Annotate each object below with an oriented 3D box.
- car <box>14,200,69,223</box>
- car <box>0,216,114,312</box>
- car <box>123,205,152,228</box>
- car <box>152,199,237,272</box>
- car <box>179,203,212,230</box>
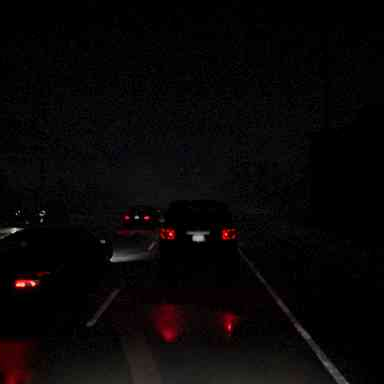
[{"bbox_3d":[-10.365,1.365,23.212,2.097,1.767,4.553,0,0,0],"label":"car"},{"bbox_3d":[-3.360,1.552,7.973,2.033,1.411,5.357,0,0,0],"label":"car"},{"bbox_3d":[-3.270,1.562,22.256,2.033,1.411,5.357,0,0,0],"label":"car"},{"bbox_3d":[0.163,1.232,11.012,2.150,2.045,5.566,0,0,0],"label":"car"},{"bbox_3d":[0.235,1.563,22.633,2.033,1.411,5.357,0,0,0],"label":"car"}]
